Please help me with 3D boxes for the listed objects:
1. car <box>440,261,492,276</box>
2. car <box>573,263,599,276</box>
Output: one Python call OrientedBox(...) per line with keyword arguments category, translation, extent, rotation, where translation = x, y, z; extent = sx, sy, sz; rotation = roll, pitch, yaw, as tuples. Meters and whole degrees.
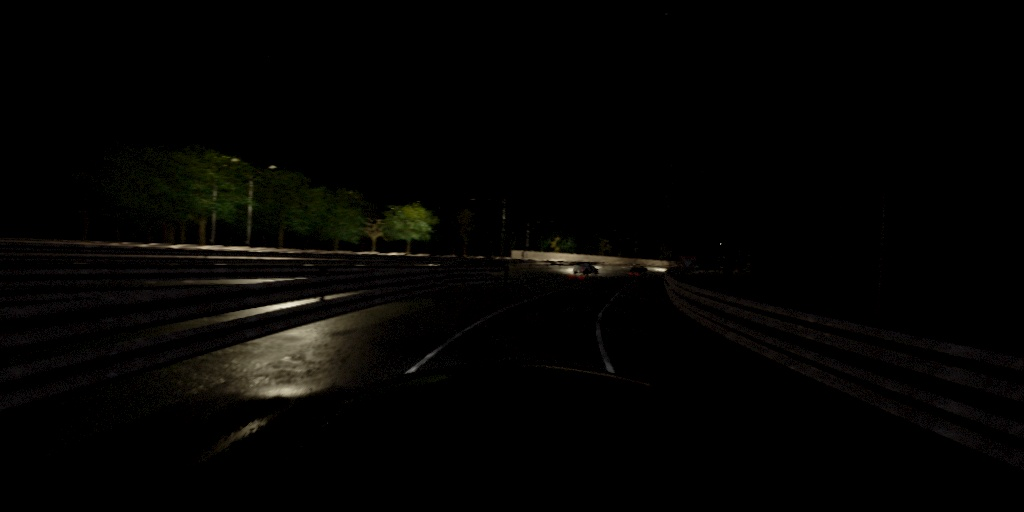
OrientedBox(category="car", translation=(-3.556, 1.086, 25.841), extent=(2.033, 1.411, 5.357), rotation=(3, 0, 34))
OrientedBox(category="car", translation=(9.227, 1.638, 44.665), extent=(1.812, 1.442, 4.674), rotation=(3, 0, 35))
